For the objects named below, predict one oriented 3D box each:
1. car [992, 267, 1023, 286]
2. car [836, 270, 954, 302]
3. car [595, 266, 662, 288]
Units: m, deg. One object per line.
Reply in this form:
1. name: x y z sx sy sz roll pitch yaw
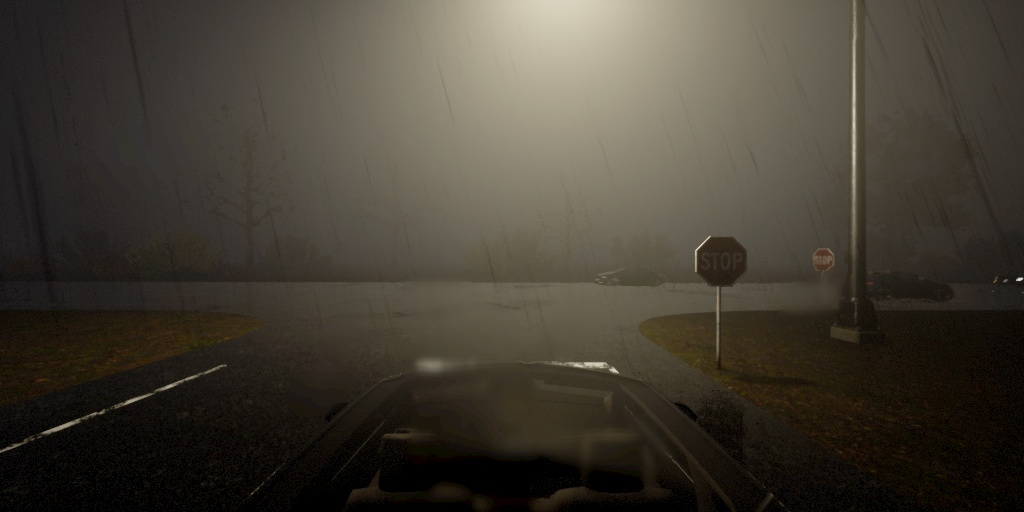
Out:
1. car: 36.030 1.441 24.472 4.892 1.490 1.837 0 0 -2
2. car: 18.027 1.390 16.976 4.181 1.385 1.994 0 0 -2
3. car: 7.644 1.383 23.713 4.181 1.385 1.994 0 0 -1
